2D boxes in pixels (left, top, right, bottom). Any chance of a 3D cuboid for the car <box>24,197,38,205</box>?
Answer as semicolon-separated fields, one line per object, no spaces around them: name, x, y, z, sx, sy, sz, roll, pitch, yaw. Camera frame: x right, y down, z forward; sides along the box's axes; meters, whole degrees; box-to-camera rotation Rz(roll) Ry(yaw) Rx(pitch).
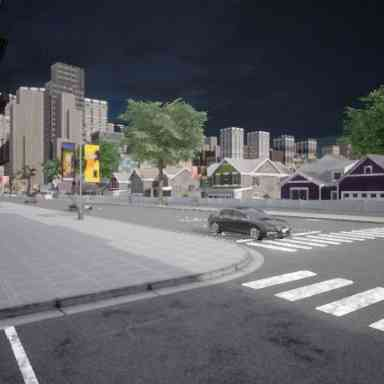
car;-31.969;1.745;66.075;2.033;1.411;5.357;0;0;-35

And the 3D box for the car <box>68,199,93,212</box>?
car;-13.413;1.593;39.847;2.128;1.511;4.902;0;0;-35

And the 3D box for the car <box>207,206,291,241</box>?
car;2.758;1.533;16.993;1.837;1.490;4.892;0;0;-35
